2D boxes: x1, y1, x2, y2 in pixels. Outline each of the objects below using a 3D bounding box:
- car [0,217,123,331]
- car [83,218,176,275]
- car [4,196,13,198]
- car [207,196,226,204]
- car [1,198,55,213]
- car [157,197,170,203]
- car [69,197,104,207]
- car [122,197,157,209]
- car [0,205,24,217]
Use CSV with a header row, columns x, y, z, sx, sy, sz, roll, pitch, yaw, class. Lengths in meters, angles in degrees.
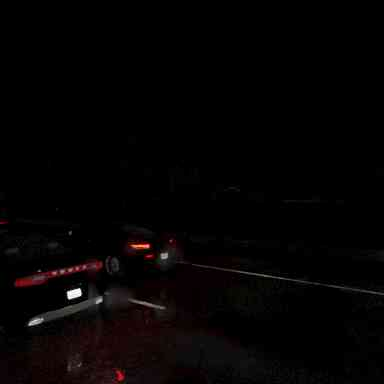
x,y,z,sx,sy,sz,roll,pitch,yaw,class
-3.898,1.478,6.760,5.008,1.535,1.882,0,0,35,car
-2.607,1.526,10.129,4.674,1.442,1.812,0,0,35,car
-24.294,1.353,41.666,2.097,1.767,4.553,0,0,36,car
4.689,1.477,63.460,1.882,1.535,5.008,0,0,37,car
-16.864,1.547,34.010,2.033,1.411,5.357,0,0,36,car
-6.553,1.601,65.871,1.895,1.301,4.718,0,0,37,car
-16.509,1.547,52.331,2.033,1.411,5.357,0,0,36,car
-7.648,1.503,46.661,1.837,1.490,4.892,0,0,36,car
-10.084,1.505,15.456,4.892,1.490,1.837,0,0,36,car
